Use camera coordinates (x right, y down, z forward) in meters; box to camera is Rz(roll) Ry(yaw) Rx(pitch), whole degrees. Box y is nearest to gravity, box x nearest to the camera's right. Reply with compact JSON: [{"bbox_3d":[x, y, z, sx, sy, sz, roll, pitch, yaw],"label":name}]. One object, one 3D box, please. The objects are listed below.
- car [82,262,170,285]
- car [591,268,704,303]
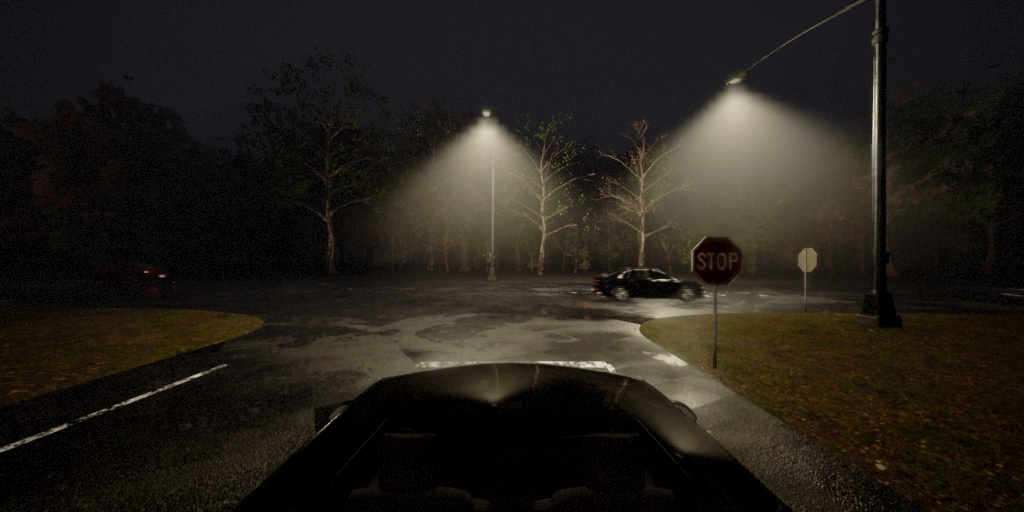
[{"bbox_3d":[-25.316,1.126,23.660,4.674,1.442,1.812,0,0,1],"label":"car"},{"bbox_3d":[6.079,1.282,16.259,4.892,1.490,1.837,0,0,0],"label":"car"}]
